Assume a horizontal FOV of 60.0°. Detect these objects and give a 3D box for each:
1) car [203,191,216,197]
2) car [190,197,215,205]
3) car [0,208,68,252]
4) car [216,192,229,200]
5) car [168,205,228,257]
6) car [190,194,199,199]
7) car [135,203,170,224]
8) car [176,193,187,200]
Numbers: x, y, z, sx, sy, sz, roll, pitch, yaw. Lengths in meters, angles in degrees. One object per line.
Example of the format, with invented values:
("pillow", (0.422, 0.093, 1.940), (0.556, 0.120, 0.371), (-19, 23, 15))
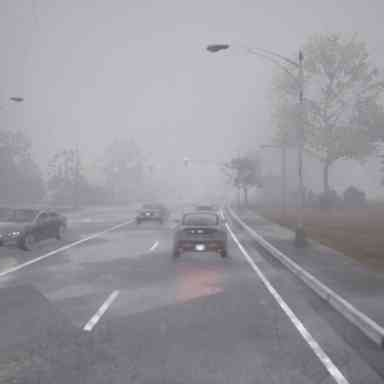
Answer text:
("car", (4.195, 1.121, 86.062), (2.097, 1.767, 4.553), (0, 0, 10))
("car", (1.045, 1.461, 28.897), (1.812, 1.442, 4.674), (0, 0, 3))
("car", (-6.843, 1.456, 13.838), (2.128, 1.511, 4.902), (0, 0, 2))
("car", (7.722, 1.311, 85.914), (1.812, 1.442, 4.674), (0, 0, 10))
("car", (0.326, 1.476, 12.829), (1.837, 1.490, 4.892), (0, 0, 2))
("car", (0.651, 1.285, 86.117), (1.882, 1.535, 5.008), (0, 0, 10))
("car", (-2.741, 1.491, 24.047), (2.033, 1.411, 5.357), (0, 0, 3))
("car", (-2.782, 1.159, 86.801), (2.097, 1.767, 4.553), (0, 0, 10))
